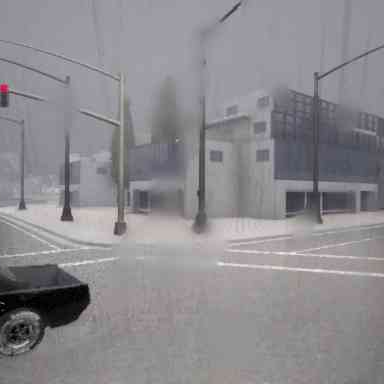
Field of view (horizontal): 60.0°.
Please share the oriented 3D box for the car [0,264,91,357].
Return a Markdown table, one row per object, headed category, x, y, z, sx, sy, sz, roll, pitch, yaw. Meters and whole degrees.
| category | x | y | z | sx | sy | sz | roll | pitch | yaw |
| --- | --- | --- | --- | --- | --- | --- | --- | --- | --- |
| car | -3.954 | 1.589 | 4.420 | 4.718 | 1.301 | 1.895 | 0 | 0 | -37 |
